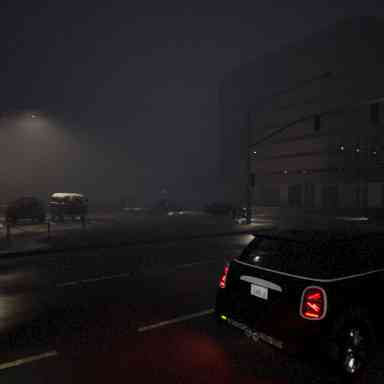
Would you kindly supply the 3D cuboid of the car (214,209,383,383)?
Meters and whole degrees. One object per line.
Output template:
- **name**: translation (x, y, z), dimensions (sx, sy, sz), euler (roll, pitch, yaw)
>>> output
- **car**: translation (2.637, 1.352, 5.682), dimensions (4.553, 1.767, 2.097), euler (0, 0, -35)

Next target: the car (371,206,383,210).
- **car**: translation (15.789, 1.593, 26.173), dimensions (1.994, 1.385, 4.181), euler (0, 0, -35)

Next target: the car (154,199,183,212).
- **car**: translation (-2.965, 1.581, 40.168), dimensions (1.812, 1.442, 4.674), euler (0, 0, -35)

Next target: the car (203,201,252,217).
- **car**: translation (3.208, 1.603, 31.455), dimensions (2.033, 1.411, 5.357), euler (0, 0, -35)

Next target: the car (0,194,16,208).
- **car**: translation (-31.674, 1.209, 56.493), dimensions (1.932, 1.855, 4.605), euler (0, 0, -35)

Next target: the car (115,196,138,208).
- **car**: translation (-9.784, 1.409, 49.785), dimensions (2.097, 1.767, 4.553), euler (0, 0, -35)
